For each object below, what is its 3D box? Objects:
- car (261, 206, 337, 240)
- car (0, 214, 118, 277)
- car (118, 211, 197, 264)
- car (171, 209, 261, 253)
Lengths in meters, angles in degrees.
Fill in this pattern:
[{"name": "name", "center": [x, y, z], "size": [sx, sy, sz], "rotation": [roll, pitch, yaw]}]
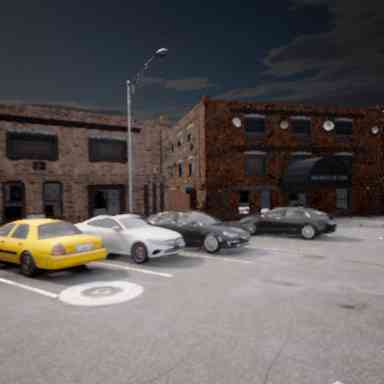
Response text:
[{"name": "car", "center": [4.756, 1.477, 16.978], "size": [4.892, 1.521, 2.231], "rotation": [-1, 0, 34]}, {"name": "car", "center": [-4.954, 1.484, 10.271], "size": [5.366, 1.575, 1.946], "rotation": [-1, 0, 35]}, {"name": "car", "center": [-2.410, 1.523, 11.876], "size": [4.674, 1.452, 2.002], "rotation": [-1, -1, 35]}, {"name": "car", "center": [-0.024, 1.481, 13.583], "size": [4.892, 1.521, 2.231], "rotation": [-1, -1, 35]}]
